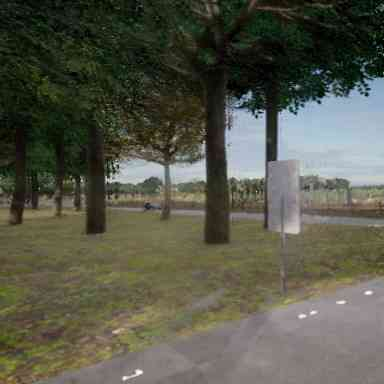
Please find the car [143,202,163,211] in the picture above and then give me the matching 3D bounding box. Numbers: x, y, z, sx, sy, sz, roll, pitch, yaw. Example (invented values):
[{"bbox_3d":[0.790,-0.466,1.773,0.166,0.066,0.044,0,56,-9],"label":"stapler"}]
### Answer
[{"bbox_3d":[-6.896,2.530,58.376,1.837,1.490,4.892,-1,0,-35],"label":"car"}]
